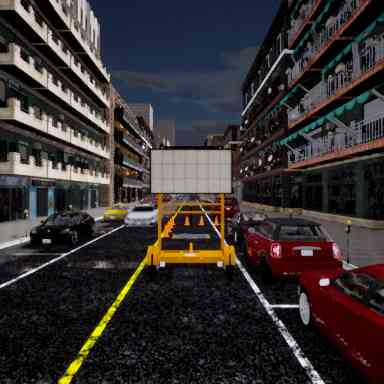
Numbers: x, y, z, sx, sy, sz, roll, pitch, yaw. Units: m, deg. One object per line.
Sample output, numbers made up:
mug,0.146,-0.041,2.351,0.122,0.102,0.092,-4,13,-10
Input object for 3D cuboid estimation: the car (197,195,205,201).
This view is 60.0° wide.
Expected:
car,2.449,1.516,88.573,1.887,1.381,4.507,0,0,0

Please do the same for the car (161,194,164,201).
car,-5.822,1.305,49.100,2.192,1.841,5.009,0,0,0

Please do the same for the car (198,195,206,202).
car,2.480,1.503,77.471,1.752,1.417,4.829,0,0,0

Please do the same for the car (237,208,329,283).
car,2.667,1.440,9.664,1.967,1.590,4.097,0,0,0

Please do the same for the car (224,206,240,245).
car,2.651,1.550,15.300,2.008,1.369,4.403,0,0,0

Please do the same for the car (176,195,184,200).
car,-3.245,1.464,89.726,2.128,1.511,4.902,0,0,0

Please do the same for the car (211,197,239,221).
car,2.621,1.312,26.573,2.192,1.841,5.009,0,0,0

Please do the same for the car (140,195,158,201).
car,-5.807,1.432,43.464,1.967,1.590,4.097,0,0,0

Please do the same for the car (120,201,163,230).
car,-3.057,1.524,21.389,1.812,1.442,4.674,0,0,0

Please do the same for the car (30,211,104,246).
car,-5.730,1.565,15.280,1.947,1.339,4.313,0,0,0

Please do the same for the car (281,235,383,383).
car,2.682,1.545,4.028,1.887,1.381,4.507,0,0,0

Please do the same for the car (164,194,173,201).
car,-5.915,1.415,82.917,1.967,1.590,4.097,0,0,0

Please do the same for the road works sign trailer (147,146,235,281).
road works sign trailer,-0.025,0.464,9.789,2.380,3.560,2.880,0,0,0

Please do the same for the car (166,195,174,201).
car,-5.931,1.516,88.555,1.887,1.381,4.507,0,0,0

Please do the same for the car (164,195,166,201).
car,-5.839,1.570,54.736,1.802,1.307,4.206,0,0,0

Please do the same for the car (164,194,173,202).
car,-5.899,1.292,77.282,2.192,1.841,5.009,0,0,0

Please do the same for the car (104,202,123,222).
car,-5.760,1.523,26.383,1.752,1.417,4.829,0,0,0
